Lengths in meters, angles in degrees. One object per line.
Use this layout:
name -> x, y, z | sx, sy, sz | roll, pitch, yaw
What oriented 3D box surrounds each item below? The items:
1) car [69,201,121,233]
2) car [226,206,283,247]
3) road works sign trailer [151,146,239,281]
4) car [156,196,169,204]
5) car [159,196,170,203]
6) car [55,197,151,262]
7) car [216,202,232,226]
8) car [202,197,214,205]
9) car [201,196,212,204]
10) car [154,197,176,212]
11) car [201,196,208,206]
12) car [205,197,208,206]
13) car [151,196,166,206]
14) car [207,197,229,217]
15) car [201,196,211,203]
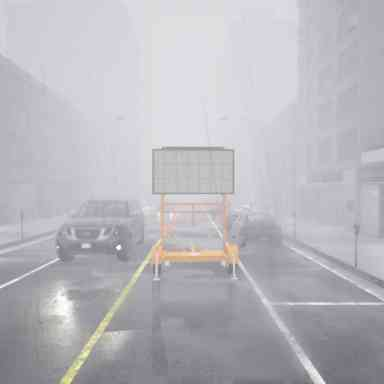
car -> -5.751, 1.440, 20.306 | 1.967, 1.590, 4.097 | -1, 0, 0
car -> 2.769, 1.550, 14.790 | 2.008, 1.369, 4.403 | -1, 0, 0
road works sign trailer -> 0.035, 0.463, 9.897 | 2.380, 3.560, 2.880 | 0, 0, -2
car -> -5.697, 1.578, 64.347 | 2.008, 1.369, 4.403 | -1, 0, 0
car -> -5.691, 1.577, 69.853 | 1.887, 1.381, 4.507 | -1, 0, 0
car -> -3.086, 1.220, 12.473 | 2.150, 2.045, 5.566 | 0, 0, 0
car -> 2.775, 1.545, 20.296 | 1.887, 1.381, 4.507 | -1, 0, 0
car -> 2.821, 1.568, 58.831 | 1.887, 1.381, 4.507 | -1, 0, 0
car -> 2.828, 1.573, 64.337 | 1.887, 1.381, 4.507 | -1, 0, 0
car -> -2.955, 1.572, 38.821 | 1.994, 1.385, 4.181 | 0, 0, 0
car -> 2.815, 1.584, 53.327 | 1.947, 1.339, 4.313 | -1, 0, 0
car -> 2.795, 1.552, 36.811 | 1.887, 1.381, 4.507 | -1, 0, 0
car -> -5.712, 1.458, 53.337 | 1.967, 1.590, 4.097 | -1, 0, 0
car -> 2.787, 1.445, 31.306 | 1.967, 1.590, 4.097 | -1, 0, 0
car -> 2.834, 1.577, 69.842 | 1.887, 1.381, 4.507 | -1, 0, 0
